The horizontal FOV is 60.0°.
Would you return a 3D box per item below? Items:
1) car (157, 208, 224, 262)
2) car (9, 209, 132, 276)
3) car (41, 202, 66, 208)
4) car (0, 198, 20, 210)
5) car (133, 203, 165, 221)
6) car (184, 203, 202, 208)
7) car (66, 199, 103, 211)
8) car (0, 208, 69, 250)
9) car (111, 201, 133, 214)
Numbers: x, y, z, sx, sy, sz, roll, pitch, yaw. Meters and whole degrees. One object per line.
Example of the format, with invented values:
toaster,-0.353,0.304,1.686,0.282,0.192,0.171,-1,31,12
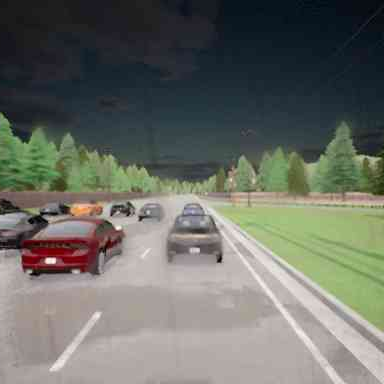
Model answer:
car,0.090,1.551,12.336,2.128,1.511,4.902,0,0,0
car,-3.414,1.529,10.535,1.882,1.535,5.008,0,0,0
car,-13.899,1.728,33.939,1.994,1.385,4.181,0,0,0
car,-10.401,1.303,16.976,2.150,2.045,5.566,0,0,0
car,-3.401,1.685,28.540,2.033,1.411,5.357,0,0,0
car,0.099,1.685,28.576,2.033,1.411,5.357,0,0,0
car,-10.400,1.512,33.216,2.097,1.767,4.553,0,0,0
car,-6.909,1.592,13.599,1.812,1.442,4.674,0,0,0
car,-6.899,1.667,33.548,1.837,1.490,4.892,0,0,0
